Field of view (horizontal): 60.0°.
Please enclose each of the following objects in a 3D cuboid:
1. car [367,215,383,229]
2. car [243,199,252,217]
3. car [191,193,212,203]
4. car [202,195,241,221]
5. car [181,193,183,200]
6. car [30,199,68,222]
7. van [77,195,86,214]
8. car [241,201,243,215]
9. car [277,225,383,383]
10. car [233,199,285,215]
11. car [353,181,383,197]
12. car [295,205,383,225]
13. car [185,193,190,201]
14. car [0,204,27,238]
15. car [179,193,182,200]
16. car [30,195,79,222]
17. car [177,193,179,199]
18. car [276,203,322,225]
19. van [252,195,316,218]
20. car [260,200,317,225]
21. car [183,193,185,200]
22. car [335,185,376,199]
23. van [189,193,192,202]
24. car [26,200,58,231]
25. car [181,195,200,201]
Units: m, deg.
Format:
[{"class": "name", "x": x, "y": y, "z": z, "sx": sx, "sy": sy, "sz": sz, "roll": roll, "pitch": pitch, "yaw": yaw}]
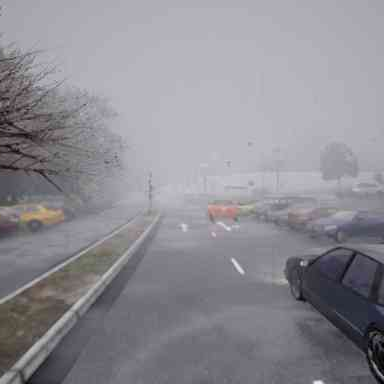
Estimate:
[{"class": "car", "x": 7.653, "y": 1.509, "z": 9.486, "sx": 4.674, "sy": 1.452, "sz": 2.002, "roll": 1, "pitch": 0, "yaw": -21}, {"class": "car", "x": 6.987, "y": 1.327, "z": 27.604, "sx": 4.553, "sy": 1.767, "sz": 2.185, "roll": 1, "pitch": 0, "yaw": -23}, {"class": "car", "x": 2.845, "y": 1.499, "z": 71.256, "sx": 4.553, "sy": 1.767, "sz": 2.185, "roll": 0, "pitch": 0, "yaw": -28}, {"class": "car", "x": 2.276, "y": 1.331, "z": 26.934, "sx": 2.097, "sy": 1.767, "sz": 4.553, "roll": 0, "pitch": 0, "yaw": -3}, {"class": "car", "x": 0.748, "y": 1.590, "z": 86.228, "sx": 5.366, "sy": 1.575, "sz": 1.946, "roll": 0, "pitch": 0, "yaw": -29}, {"class": "car", "x": -11.256, "y": 1.499, "z": 21.988, "sx": 5.366, "sy": 1.575, "sz": 1.946, "roll": -1, "pitch": 0, "yaw": -23}, {"class": "van", "x": -11.308, "y": 1.271, "z": 28.021, "sx": 4.442, "sy": 1.987, "sz": 1.878, "roll": -1, "pitch": 0, "yaw": -23}, {"class": "car", "x": 6.606, "y": 1.445, "z": 30.533, "sx": 5.366, "sy": 1.575, "sz": 1.946, "roll": 1, "pitch": 0, "yaw": -24}, {"class": "car", "x": 3.044, "y": 1.542, "z": 5.195, "sx": 2.033, "sy": 1.411, "sz": 5.357, "roll": 0, "pitch": 0, "yaw": -1}, {"class": "car", "x": 6.762, "y": 1.483, "z": 33.590, "sx": 4.792, "sy": 1.488, "sz": 2.163, "roll": 1, "pitch": 0, "yaw": -24}, {"class": "car", "x": 24.755, "y": -0.412, "z": 45.707, "sx": 2.435, "sy": 2.045, "sz": 5.566, "roll": -7, "pitch": 4, "yaw": -28}, {"class": "car", "x": 7.497, "y": 1.504, "z": 15.521, "sx": 4.674, "sy": 1.452, "sz": 2.002, "roll": 1, "pitch": 0, "yaw": -22}, {"class": "car", "x": 1.969, "y": 1.360, "z": 77.206, "sx": 5.566, "sy": 2.045, "sz": 2.435, "roll": 1, "pitch": 0, "yaw": -29}, {"class": "car", "x": -10.827, "y": 1.541, "z": 16.142, "sx": 4.674, "sy": 1.452, "sz": 2.002, "roll": -1, "pitch": 0, "yaw": -22}, {"class": "car", "x": 0.136, "y": 1.334, "z": 89.116, "sx": 5.566, "sy": 2.045, "sz": 2.435, "roll": 0, "pitch": 0, "yaw": -29}, {"class": "car", "x": -11.209, "y": 1.373, "z": 25.029, "sx": 4.553, "sy": 1.767, "sz": 2.185, "roll": -1, "pitch": 0, "yaw": -23}, {"class": "car", "x": -0.840, "y": 1.577, "z": 95.025, "sx": 4.892, "sy": 1.521, "sz": 2.231, "roll": 1, "pitch": 0, "yaw": -29}, {"class": "car", "x": 7.382, "y": 1.501, "z": 18.544, "sx": 4.674, "sy": 1.452, "sz": 2.002, "roll": 1, "pitch": 0, "yaw": -22}, {"class": "van", "x": 7.015, "y": 1.229, "z": 24.529, "sx": 4.442, "sy": 1.987, "sz": 1.878, "roll": 1, "pitch": 0, "yaw": -23}, {"class": "car", "x": 7.268, "y": 1.460, "z": 21.560, "sx": 4.892, "sy": 1.521, "sz": 2.231, "roll": 1, "pitch": 0, "yaw": -23}, {"class": "car", "x": 1.553, "y": 1.353, "z": 80.215, "sx": 5.566, "sy": 2.045, "sz": 2.435, "roll": 0, "pitch": 0, "yaw": -29}, {"class": "car", "x": 21.792, "y": 0.167, "z": 45.286, "sx": 2.002, "sy": 1.452, "sz": 4.674, "roll": -7, "pitch": 4, "yaw": -29}, {"class": "van", "x": 2.342, "y": 1.391, "z": 74.191, "sx": 4.442, "sy": 1.987, "sz": 1.878, "roll": 0, "pitch": 0, "yaw": -29}, {"class": "car", "x": -10.781, "y": 1.495, "z": 19.176, "sx": 5.366, "sy": 1.575, "sz": 1.946, "roll": -1, "pitch": 0, "yaw": -22}, {"class": "car", "x": -0.345, "y": 1.609, "z": 92.082, "sx": 4.792, "sy": 1.488, "sz": 2.163, "roll": 1, "pitch": 0, "yaw": -29}]
